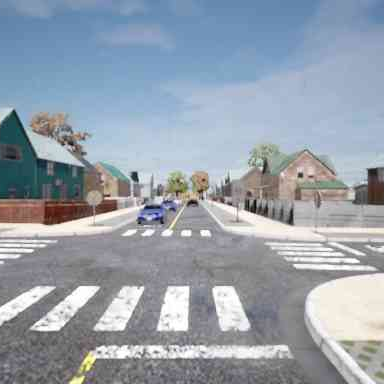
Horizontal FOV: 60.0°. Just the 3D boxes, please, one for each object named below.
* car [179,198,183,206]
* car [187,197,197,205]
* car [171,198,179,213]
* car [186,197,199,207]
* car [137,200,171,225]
[{"bbox_3d":[-2.689,1.791,60.037,1.812,1.442,4.674,0,-1,0],"label":"car"},{"bbox_3d":[0.072,1.799,66.268,1.882,1.535,5.008,0,-1,0],"label":"car"},{"bbox_3d":[-2.804,1.630,39.192,1.812,1.442,4.674,0,0,0],"label":"car"},{"bbox_3d":[0.111,1.733,56.021,1.837,1.490,4.892,0,-1,1],"label":"car"},{"bbox_3d":[-2.841,1.568,24.741,1.812,1.442,4.674,0,0,1],"label":"car"}]
